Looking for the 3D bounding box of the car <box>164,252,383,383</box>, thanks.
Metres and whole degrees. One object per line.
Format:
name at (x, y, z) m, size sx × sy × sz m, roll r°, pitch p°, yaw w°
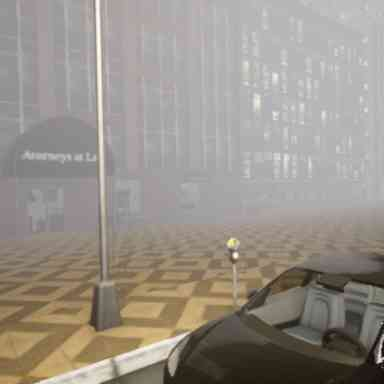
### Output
car at (1.757, 1.472, 3.693) m, size 4.313 × 1.339 × 1.947 m, roll -2°, pitch 1°, yaw -35°
